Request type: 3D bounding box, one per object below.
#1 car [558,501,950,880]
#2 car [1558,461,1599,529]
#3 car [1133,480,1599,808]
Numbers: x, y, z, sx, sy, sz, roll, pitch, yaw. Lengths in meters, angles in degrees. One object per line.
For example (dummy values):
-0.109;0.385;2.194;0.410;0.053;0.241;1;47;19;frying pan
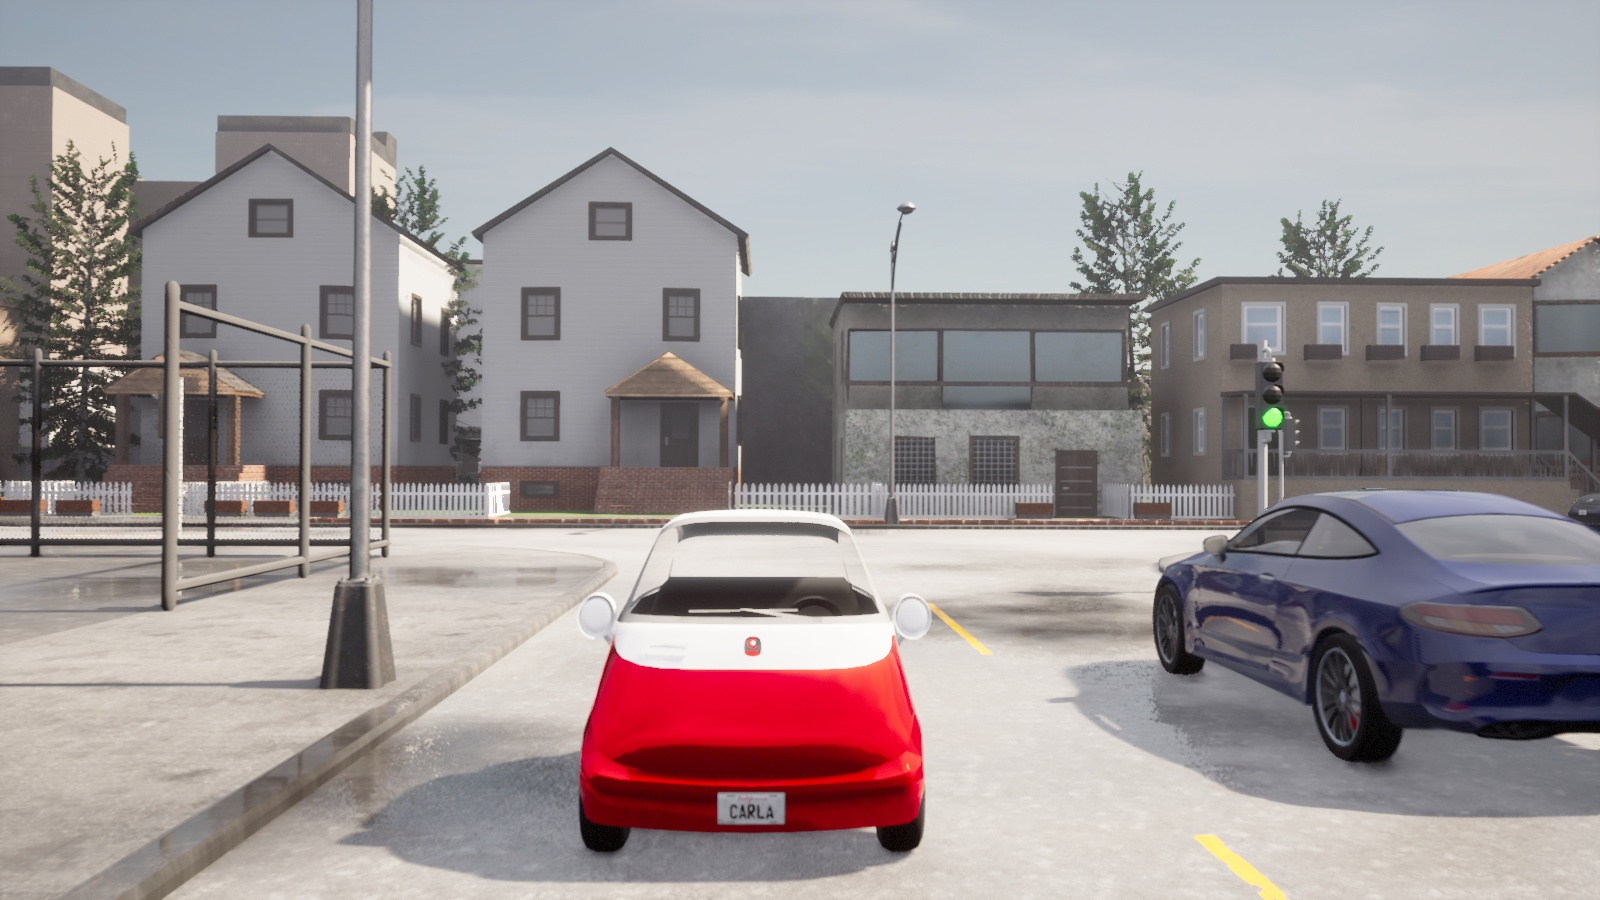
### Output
-0.194;0.954;5.866;1.481;1.376;2.207;0;-1;-1;car
21.175;1.082;30.833;3.988;1.617;1.851;0;-1;-2;car
3.748;0.942;8.116;1.812;1.442;4.674;0;-1;-2;car
